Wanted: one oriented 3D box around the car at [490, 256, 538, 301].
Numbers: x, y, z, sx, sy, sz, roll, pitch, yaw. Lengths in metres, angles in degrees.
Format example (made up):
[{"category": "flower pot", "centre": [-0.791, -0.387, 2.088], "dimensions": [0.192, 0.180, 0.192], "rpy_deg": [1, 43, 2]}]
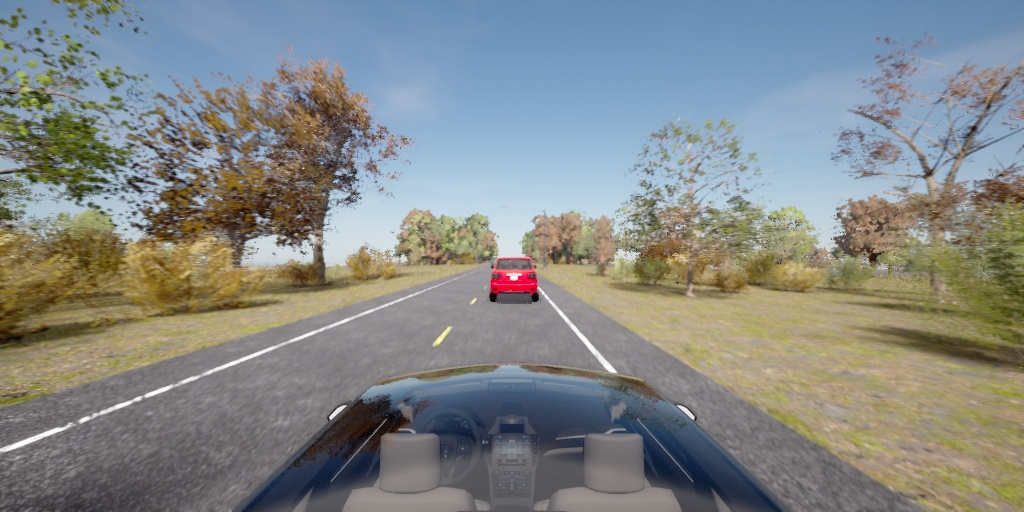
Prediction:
[{"category": "car", "centre": [0.092, 1.042, 17.997], "dimensions": [2.150, 2.045, 5.566], "rpy_deg": [0, 0, 0]}]
